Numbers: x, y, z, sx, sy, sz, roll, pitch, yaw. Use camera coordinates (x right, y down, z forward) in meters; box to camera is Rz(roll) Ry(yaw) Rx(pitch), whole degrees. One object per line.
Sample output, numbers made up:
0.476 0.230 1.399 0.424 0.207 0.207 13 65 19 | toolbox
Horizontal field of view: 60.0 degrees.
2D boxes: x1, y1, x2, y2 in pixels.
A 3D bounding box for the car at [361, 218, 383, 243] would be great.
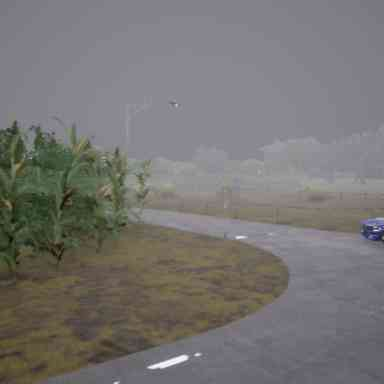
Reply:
9.882 1.473 13.951 5.008 1.535 1.882 1 3 14 | car
